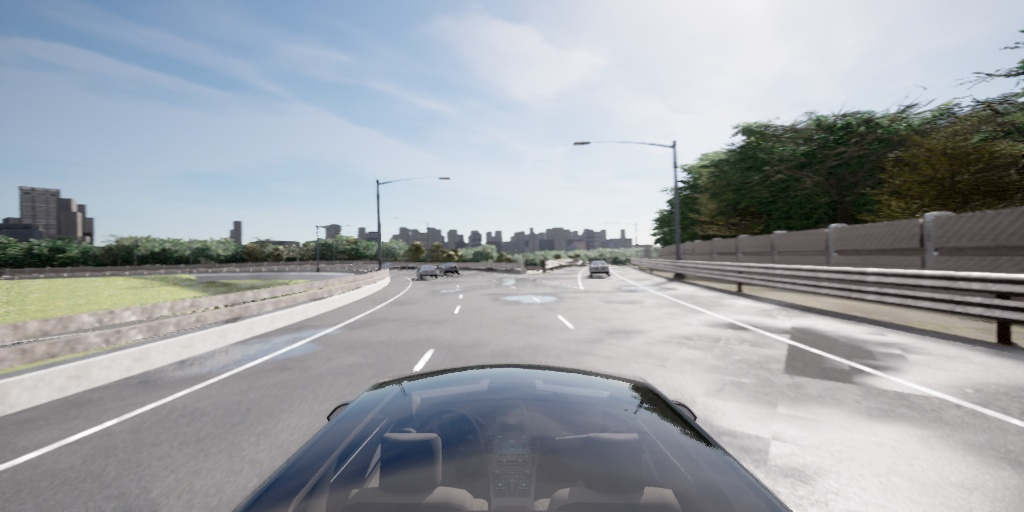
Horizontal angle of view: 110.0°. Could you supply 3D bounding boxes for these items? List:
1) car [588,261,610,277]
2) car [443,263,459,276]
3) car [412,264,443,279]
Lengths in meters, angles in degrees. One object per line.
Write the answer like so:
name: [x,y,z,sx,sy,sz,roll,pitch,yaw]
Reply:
car: [8.099,1.151,33.503,2.033,1.411,5.357,-2,0,11]
car: [-7.926,1.649,44.918,1.837,1.490,4.892,-1,0,-22]
car: [-9.186,1.710,38.577,2.033,1.411,5.357,-2,0,-20]
